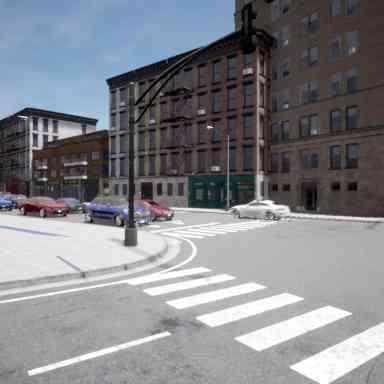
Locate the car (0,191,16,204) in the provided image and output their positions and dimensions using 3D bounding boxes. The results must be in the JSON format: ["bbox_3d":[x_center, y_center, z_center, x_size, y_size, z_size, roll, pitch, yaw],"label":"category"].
[{"bbox_3d":[-27.587,0.786,48.231,4.553,1.767,2.097,1,0,41],"label":"car"}]

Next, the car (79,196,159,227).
[{"bbox_3d":[-4.593,1.089,20.587,4.553,1.767,2.097,1,0,39],"label":"car"}]

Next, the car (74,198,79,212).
[{"bbox_3d":[-11.161,1.201,29.918,4.181,1.385,1.994,1,0,39],"label":"car"}]

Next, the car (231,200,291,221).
[{"bbox_3d":[5.190,1.360,25.556,4.674,1.442,1.812,1,0,38],"label":"car"}]

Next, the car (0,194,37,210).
[{"bbox_3d":[-19.166,1.029,36.462,4.902,1.511,2.128,1,0,40],"label":"car"}]

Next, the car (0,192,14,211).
[{"bbox_3d":[-19.235,1.025,32.293,5.008,1.535,1.882,1,0,40],"label":"car"}]

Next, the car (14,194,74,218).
[{"bbox_3d":[-11.748,1.118,26.226,5.008,1.535,1.882,1,0,39],"label":"car"}]

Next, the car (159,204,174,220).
[{"bbox_3d":[-3.382,1.266,23.836,4.674,1.442,1.812,1,0,38],"label":"car"}]
